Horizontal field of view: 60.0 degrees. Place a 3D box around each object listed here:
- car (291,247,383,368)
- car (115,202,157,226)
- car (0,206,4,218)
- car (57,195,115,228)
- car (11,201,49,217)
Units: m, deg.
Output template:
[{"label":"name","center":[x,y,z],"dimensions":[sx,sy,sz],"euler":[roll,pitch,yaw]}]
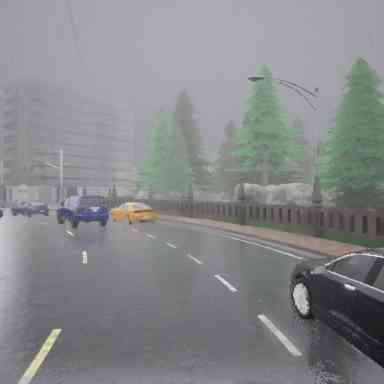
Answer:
[{"label":"car","center":[3.001,1.506,4.542],"dimensions":[1.837,1.490,4.892],"euler":[1,0,-6]},{"label":"car","center":[-4.328,1.482,23.938],"dimensions":[1.882,1.535,5.008],"euler":[0,0,-33]},{"label":"car","center":[-17.892,1.356,28.463],"dimensions":[4.553,1.767,2.097],"euler":[0,0,41]},{"label":"car","center":[-7.469,1.226,22.524],"dimensions":[2.150,2.045,5.566],"euler":[0,0,-35]},{"label":"car","center":[-15.118,1.531,31.028],"dimensions":[4.674,1.442,1.812],"euler":[0,0,39]}]
